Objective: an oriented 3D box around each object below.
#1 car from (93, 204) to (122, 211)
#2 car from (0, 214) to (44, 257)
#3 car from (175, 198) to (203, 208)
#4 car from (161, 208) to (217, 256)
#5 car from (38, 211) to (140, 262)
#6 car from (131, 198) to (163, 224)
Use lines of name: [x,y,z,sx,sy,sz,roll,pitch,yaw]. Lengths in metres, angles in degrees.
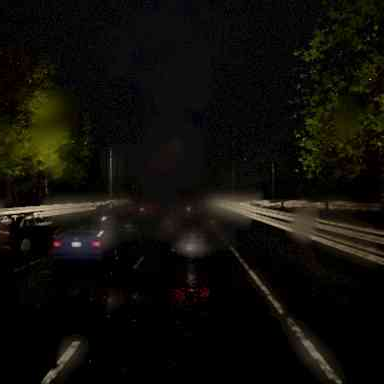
car: [-7.246,1.801,28.673,1.837,1.490,4.892,0,0,-1]
car: [-7.038,1.630,13.643,2.128,1.511,4.902,0,0,0]
car: [-0.236,1.509,27.848,2.150,2.045,5.566,0,0,-1]
car: [-0.037,1.644,13.688,1.837,1.490,4.892,0,0,0]
car: [-3.538,1.675,12.700,2.033,1.411,5.357,0,-1,0]
car: [-3.735,1.508,27.766,2.150,2.045,5.566,0,0,-1]
